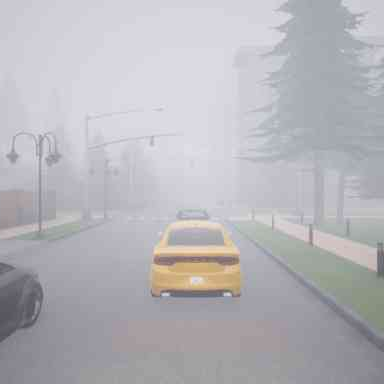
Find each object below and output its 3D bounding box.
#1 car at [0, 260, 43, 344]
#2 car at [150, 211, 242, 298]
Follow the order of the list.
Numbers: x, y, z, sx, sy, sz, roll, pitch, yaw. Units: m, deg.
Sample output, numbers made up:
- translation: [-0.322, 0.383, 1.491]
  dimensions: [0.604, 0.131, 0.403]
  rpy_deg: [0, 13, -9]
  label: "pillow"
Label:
- translation: [-3.605, 1.564, 4.169]
  dimensions: [1.994, 1.385, 4.181]
  rpy_deg: [0, 0, 0]
  label: "car"
- translation: [0.082, 1.478, 8.596]
  dimensions: [1.882, 1.535, 5.008]
  rpy_deg: [0, 0, 0]
  label: "car"
